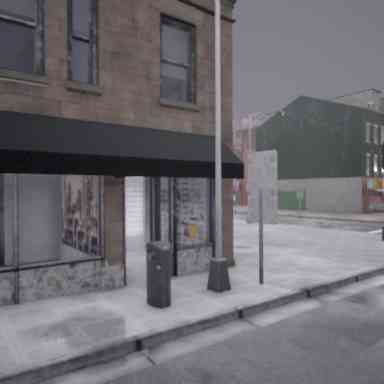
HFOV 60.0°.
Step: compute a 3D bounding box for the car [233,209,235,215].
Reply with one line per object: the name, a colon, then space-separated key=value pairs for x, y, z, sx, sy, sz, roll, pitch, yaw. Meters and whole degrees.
car: x=1.418 y=1.438 z=29.684 sx=2.033 sy=1.411 sz=5.357 roll=0 pitch=0 yaw=-36
